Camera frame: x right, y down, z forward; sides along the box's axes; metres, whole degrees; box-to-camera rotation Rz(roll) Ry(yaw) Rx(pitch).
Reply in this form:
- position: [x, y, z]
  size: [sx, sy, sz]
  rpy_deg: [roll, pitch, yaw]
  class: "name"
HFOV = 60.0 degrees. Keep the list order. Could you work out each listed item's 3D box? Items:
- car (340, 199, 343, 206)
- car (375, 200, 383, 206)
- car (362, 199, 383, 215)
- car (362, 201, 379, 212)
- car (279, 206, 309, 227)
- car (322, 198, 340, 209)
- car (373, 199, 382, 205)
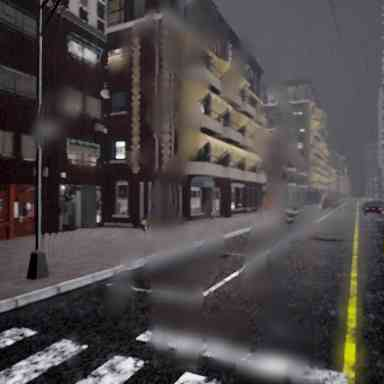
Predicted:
- position: [28.013, 2.219, 65.441]
  size: [1.947, 1.339, 4.313]
  rpy_deg: [0, -1, 27]
  class: "car"
- position: [40.567, 2.330, 71.782]
  size: [1.802, 1.307, 4.206]
  rpy_deg: [0, -1, 27]
  class: "car"
- position: [21.529, 1.947, 39.612]
  size: [2.033, 1.411, 5.357]
  rpy_deg: [0, -1, 27]
  class: "car"
- position: [25.631, 2.048, 47.789]
  size: [1.994, 1.385, 4.181]
  rpy_deg: [0, -1, 27]
  class: "car"
- position: [7.756, 1.785, 25.049]
  size: [2.008, 1.369, 4.403]
  rpy_deg: [0, -1, 27]
  class: "car"
- position: [22.949, 1.862, 55.345]
  size: [2.192, 1.841, 5.009]
  rpy_deg: [0, -1, 27]
  class: "car"
- position: [45.632, 2.426, 81.880]
  size: [1.947, 1.339, 4.313]
  rpy_deg: [0, -1, 27]
  class: "car"
